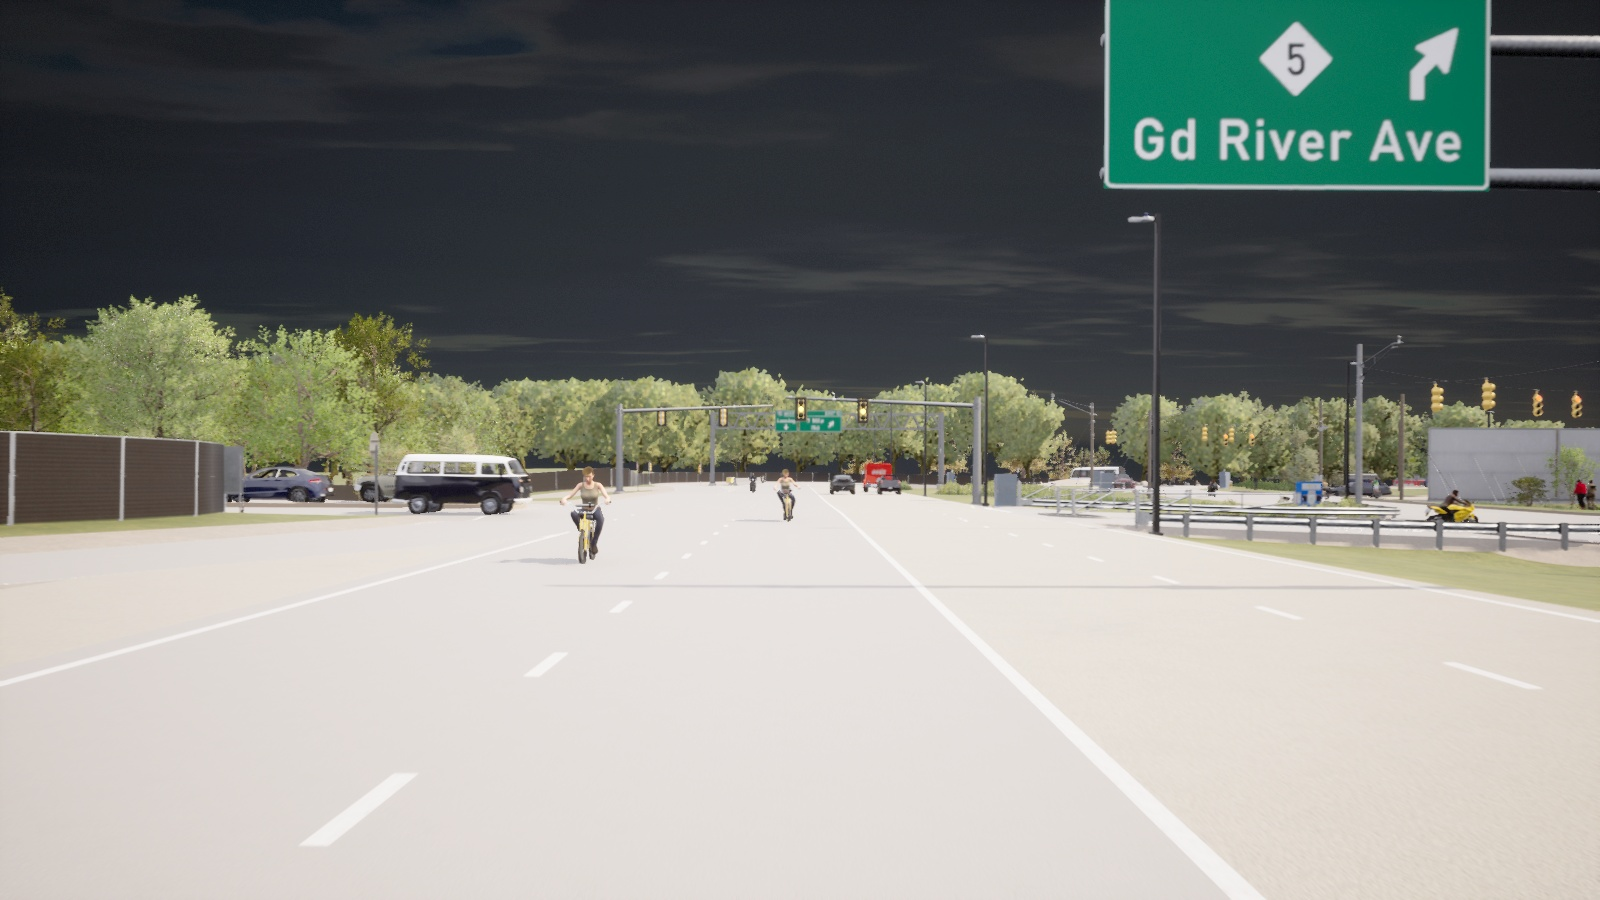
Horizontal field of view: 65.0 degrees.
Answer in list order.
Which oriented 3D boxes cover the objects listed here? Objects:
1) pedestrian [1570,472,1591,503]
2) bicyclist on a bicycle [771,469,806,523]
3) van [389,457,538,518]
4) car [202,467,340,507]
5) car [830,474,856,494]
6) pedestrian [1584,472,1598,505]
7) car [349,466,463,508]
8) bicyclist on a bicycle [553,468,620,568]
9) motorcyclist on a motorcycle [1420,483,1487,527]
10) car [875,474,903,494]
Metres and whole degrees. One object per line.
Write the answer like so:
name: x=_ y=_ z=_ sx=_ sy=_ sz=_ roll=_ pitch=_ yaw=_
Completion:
pedestrian: x=46.512 y=2.239 z=74.818 sx=0.634 sy=1.844 sz=0.899 roll=0 pitch=0 yaw=-14
bicyclist on a bicycle: x=-0.372 y=1.388 z=38.344 sx=0.866 sy=1.612 sz=1.509 roll=-1 pitch=-1 yaw=-7
van: x=-11.424 y=1.260 z=42.813 sx=4.480 sy=2.038 sz=2.069 roll=0 pitch=-1 yaw=2
car: x=-22.732 y=1.577 z=54.123 sx=5.027 sy=1.651 sz=2.152 roll=0 pitch=0 yaw=0
car: x=3.271 y=2.633 z=96.790 sx=1.837 sy=1.490 sz=4.892 roll=0 pitch=-1 yaw=0
pedestrian: x=47.632 y=2.317 z=75.619 sx=0.396 sy=1.930 sz=0.692 roll=0 pitch=0 yaw=0
car: x=-18.008 y=1.670 z=57.585 sx=4.605 sy=1.855 sz=1.932 roll=1 pitch=-1 yaw=0
bicyclist on a bicycle: x=-3.551 y=1.111 z=21.034 sx=0.866 sy=1.612 sz=1.509 roll=0 pitch=-1 yaw=0
motorcyclist on a motorcycle: x=24.278 y=2.038 z=46.663 sx=2.044 sy=1.523 sz=0.797 roll=-2 pitch=0 yaw=-3
car: x=6.773 y=2.609 z=95.806 sx=1.845 sy=1.501 sz=3.633 roll=0 pitch=-1 yaw=0
